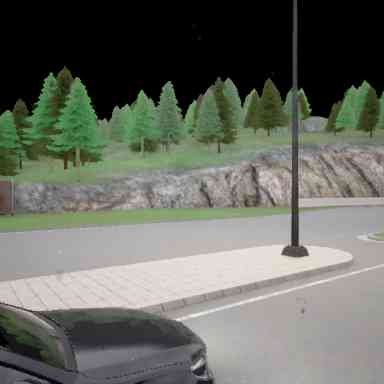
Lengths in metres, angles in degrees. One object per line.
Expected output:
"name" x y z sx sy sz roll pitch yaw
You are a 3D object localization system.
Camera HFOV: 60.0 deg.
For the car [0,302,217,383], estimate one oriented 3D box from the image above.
"car" -1.954 1.526 2.363 4.674 1.442 1.812 0 0 -35
